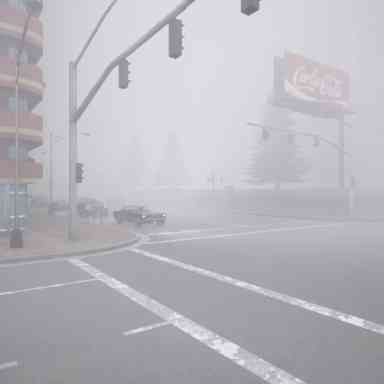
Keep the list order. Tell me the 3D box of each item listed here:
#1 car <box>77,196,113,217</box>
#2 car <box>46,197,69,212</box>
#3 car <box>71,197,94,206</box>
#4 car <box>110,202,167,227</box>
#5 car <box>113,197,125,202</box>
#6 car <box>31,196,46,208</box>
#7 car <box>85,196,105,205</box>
[{"bbox_3d":[-9.475,1.352,30.886,2.097,1.767,4.553,0,0,-36],"label":"car"},{"bbox_3d":[-15.281,1.564,38.906,1.994,1.385,4.181,0,0,-36],"label":"car"},{"bbox_3d":[-18.290,1.547,55.324,2.033,1.411,5.357,0,0,-36],"label":"car"},{"bbox_3d":[-3.659,1.601,22.856,1.895,1.301,4.718,0,0,-36],"label":"car"},{"bbox_3d":[-12.320,1.505,53.046,1.837,1.490,4.892,0,0,-36],"label":"car"},{"bbox_3d":[-21.729,1.352,47.885,2.097,1.767,4.553,0,0,-35],"label":"car"},{"bbox_3d":[-17.671,1.526,60.424,1.812,1.442,4.674,0,0,-37],"label":"car"}]
